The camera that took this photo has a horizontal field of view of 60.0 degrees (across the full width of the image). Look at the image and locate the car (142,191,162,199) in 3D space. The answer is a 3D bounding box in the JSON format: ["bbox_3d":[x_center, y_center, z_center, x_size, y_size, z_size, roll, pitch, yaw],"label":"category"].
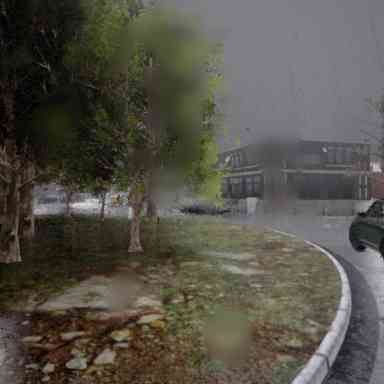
[{"bbox_3d":[-11.151,0.754,92.319,5.566,2.045,2.435,0,1,-9],"label":"car"}]

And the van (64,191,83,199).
[{"bbox_3d":[-30.308,0.829,85.297,4.442,1.987,1.878,0,1,-9],"label":"van"}]

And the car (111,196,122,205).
[{"bbox_3d":[-13.245,1.362,58.525,1.882,1.535,5.008,0,0,-11],"label":"car"}]

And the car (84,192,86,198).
[{"bbox_3d":[-29.803,1.087,82.589,5.366,1.575,1.946,0,1,-9],"label":"car"}]

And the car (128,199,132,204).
[{"bbox_3d":[-10.282,1.487,58.854,1.895,1.301,4.718,0,0,-11],"label":"car"}]

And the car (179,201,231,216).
[{"bbox_3d":[1.191,1.547,32.680,5.357,1.411,2.033,0,0,39],"label":"car"}]

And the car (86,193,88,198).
[{"bbox_3d":[-30.867,1.021,88.003,5.008,1.535,2.097,0,1,-9],"label":"car"}]

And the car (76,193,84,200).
[{"bbox_3d":[-29.576,0.874,79.829,5.566,2.045,2.435,0,1,-9],"label":"car"}]

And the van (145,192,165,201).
[{"bbox_3d":[-8.166,1.033,73.094,4.442,1.987,1.878,0,1,-9],"label":"van"}]

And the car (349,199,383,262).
[{"bbox_3d":[6.933,1.222,10.833,2.150,2.045,5.566,0,0,11],"label":"car"}]

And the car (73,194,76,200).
[{"bbox_3d":[-28.205,1.101,71.670,4.553,1.767,2.185,0,1,-9],"label":"car"}]

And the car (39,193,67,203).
[{"bbox_3d":[-26.892,1.182,63.500,4.553,1.767,2.185,0,0,-9],"label":"car"}]

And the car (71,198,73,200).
[{"bbox_3d":[-27.796,1.295,68.945,4.674,1.452,2.002,0,1,-9],"label":"car"}]

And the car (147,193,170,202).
[{"bbox_3d":[-6.763,1.357,64.871,4.792,1.488,2.163,0,0,-9],"label":"car"}]
